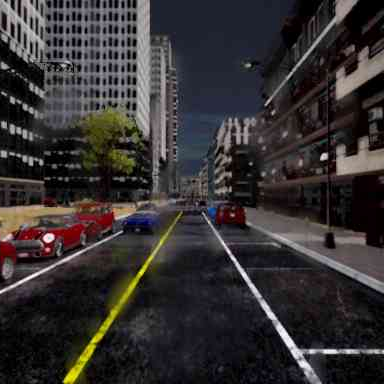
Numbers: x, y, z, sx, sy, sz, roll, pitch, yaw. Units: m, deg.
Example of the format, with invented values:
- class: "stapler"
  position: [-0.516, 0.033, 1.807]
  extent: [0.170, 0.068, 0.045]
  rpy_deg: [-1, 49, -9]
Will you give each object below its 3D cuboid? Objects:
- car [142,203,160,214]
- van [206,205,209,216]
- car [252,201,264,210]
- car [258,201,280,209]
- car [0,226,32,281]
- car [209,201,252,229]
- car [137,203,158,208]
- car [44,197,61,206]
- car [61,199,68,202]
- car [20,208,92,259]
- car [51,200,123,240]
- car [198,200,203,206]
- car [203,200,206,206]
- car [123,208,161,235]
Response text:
- class: "car"
  position: [-5.694, 2.227, 46.239]
  extent: [1.947, 1.339, 4.313]
  rpy_deg: [0, -1, 0]
- class: "van"
  position: [2.687, 1.847, 35.448]
  extent: [1.690, 1.788, 3.998]
  rpy_deg: [0, -1, 0]
- class: "car"
  position: [11.597, 2.573, 63.933]
  extent: [4.892, 1.490, 1.837]
  rpy_deg: [1, -1, -1]
- class: "car"
  position: [16.026, 2.761, 69.687]
  extent: [4.097, 1.590, 1.967]
  rpy_deg: [1, -2, -1]
- class: "car"
  position: [-5.693, 1.692, 7.691]
  extent: [1.802, 1.307, 4.206]
  rpy_deg: [0, -1, 0]
- class: "car"
  position: [2.687, 1.662, 24.347]
  extent: [2.192, 1.841, 5.009]
  rpy_deg: [0, -1, 0]
- class: "car"
  position: [-5.693, 2.151, 40.993]
  extent: [1.947, 1.339, 4.313]
  rpy_deg: [0, -1, 0]
- class: "car"
  position: [-27.371, 1.713, 60.831]
  extent: [5.009, 1.841, 2.192]
  rpy_deg: [1, -2, -1]
- class: "car"
  position: [-27.479, 2.059, 69.203]
  extent: [4.313, 1.339, 1.947]
  rpy_deg: [1, -2, -1]
- class: "car"
  position: [-5.693, 1.628, 13.243]
  extent: [1.967, 1.590, 4.097]
  rpy_deg: [0, -1, 0]
- class: "car"
  position: [-5.693, 1.582, 18.795]
  extent: [2.192, 1.841, 5.009]
  rpy_deg: [0, -1, 0]
- class: "car"
  position: [2.686, 2.806, 85.880]
  extent: [1.947, 1.339, 4.313]
  rpy_deg: [0, -1, 0]
- class: "car"
  position: [2.687, 2.026, 40.996]
  extent: [1.967, 1.590, 4.097]
  rpy_deg: [0, -1, 0]
- class: "car"
  position: [-3.102, 1.902, 21.167]
  extent: [1.895, 1.301, 4.718]
  rpy_deg: [0, -1, 0]
